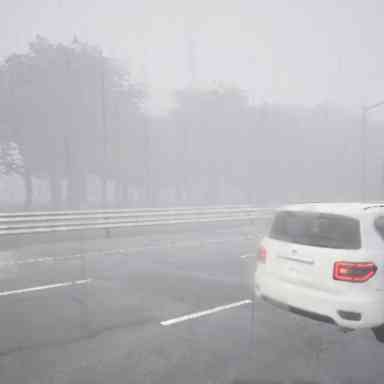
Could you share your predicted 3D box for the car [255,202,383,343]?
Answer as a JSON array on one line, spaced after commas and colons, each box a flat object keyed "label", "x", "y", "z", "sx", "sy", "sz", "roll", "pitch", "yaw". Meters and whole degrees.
[{"label": "car", "x": 3.697, "y": 1.222, "z": 6.507, "sx": 5.566, "sy": 2.045, "sz": 2.150, "roll": 0, "pitch": 0, "yaw": -35}]
